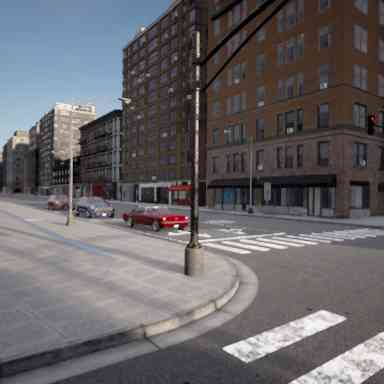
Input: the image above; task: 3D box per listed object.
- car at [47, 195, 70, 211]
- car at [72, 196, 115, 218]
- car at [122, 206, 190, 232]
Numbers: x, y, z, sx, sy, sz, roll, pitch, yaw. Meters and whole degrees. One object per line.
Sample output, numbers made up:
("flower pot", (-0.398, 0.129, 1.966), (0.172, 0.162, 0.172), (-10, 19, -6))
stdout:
("car", (-14.299, 1.081, 36.269), (2.097, 1.767, 4.553), (1, 0, -36))
("car", (-8.082, 1.158, 27.577), (2.097, 1.767, 4.553), (1, 0, -36))
("car", (-2.186, 1.476, 19.339), (1.895, 1.301, 4.718), (1, 0, -38))
